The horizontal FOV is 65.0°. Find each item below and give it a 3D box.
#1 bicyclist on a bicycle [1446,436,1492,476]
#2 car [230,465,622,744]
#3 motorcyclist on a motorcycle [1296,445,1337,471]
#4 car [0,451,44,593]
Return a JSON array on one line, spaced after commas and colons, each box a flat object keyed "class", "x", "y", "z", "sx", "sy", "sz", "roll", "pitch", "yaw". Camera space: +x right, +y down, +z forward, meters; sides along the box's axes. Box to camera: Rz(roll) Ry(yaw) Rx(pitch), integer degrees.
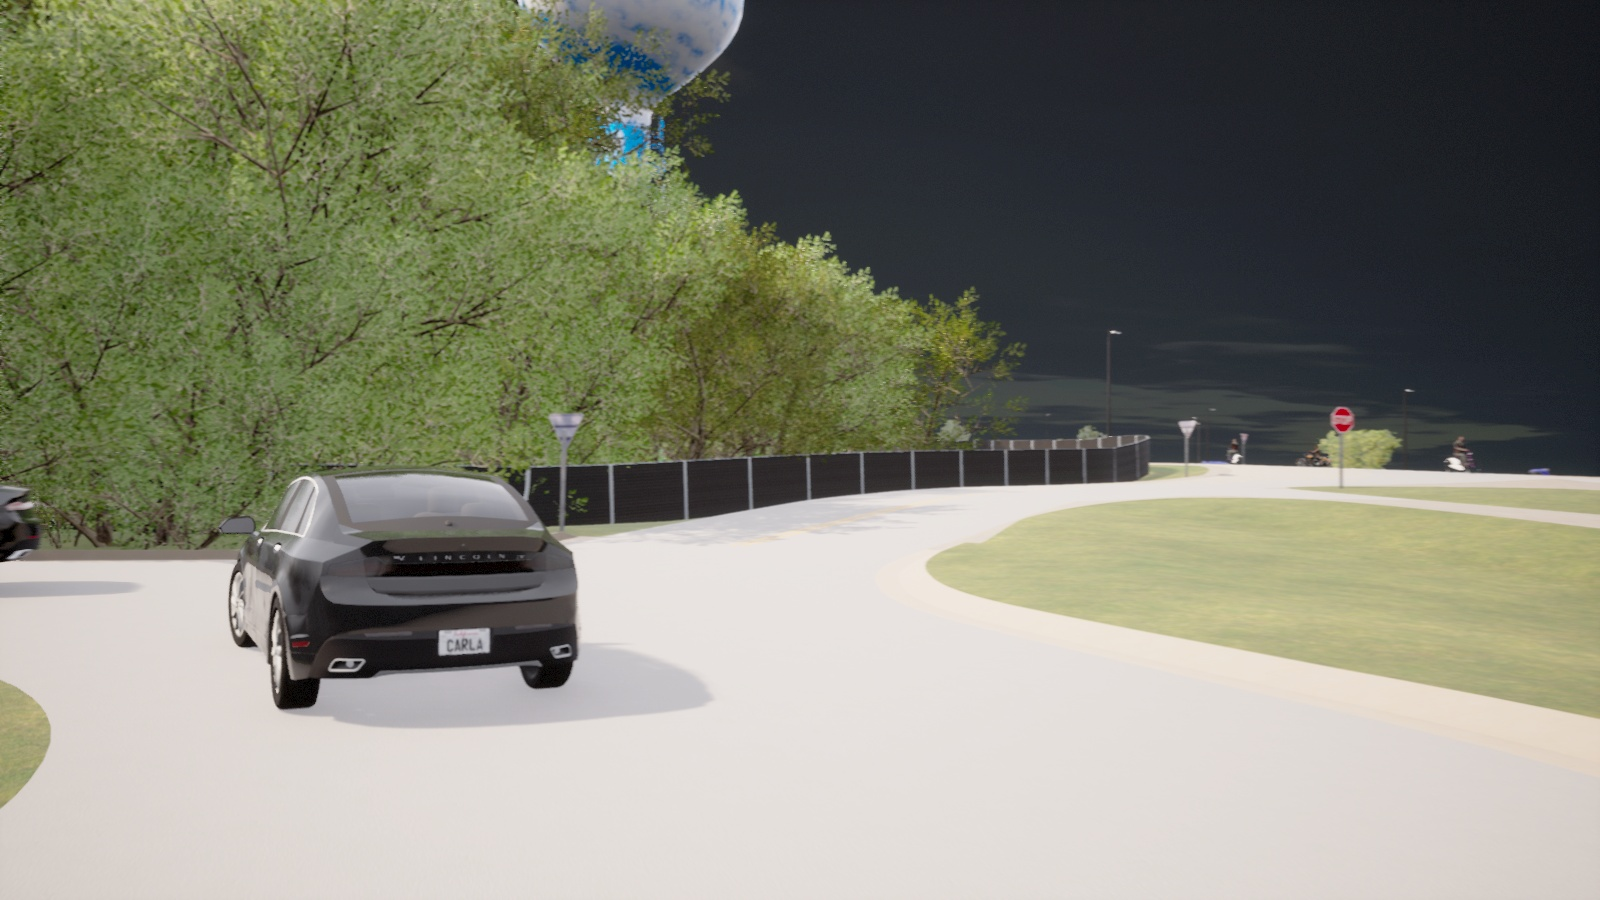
[{"class": "bicyclist on a bicycle", "x": 31.266, "y": 0.269, "z": 58.730, "sx": 0.659, "sy": 1.776, "sz": 1.843, "roll": 2, "pitch": 1, "yaw": -23}, {"class": "car", "x": -3.068, "y": 0.878, "z": 9.412, "sx": 1.837, "sy": 1.490, "sz": 4.892, "roll": 1, "pitch": -1, "yaw": -28}, {"class": "motorcyclist on a motorcycle", "x": 34.327, "y": 0.509, "z": 83.532, "sx": 2.350, "sy": 1.649, "sz": 0.766, "roll": 2, "pitch": -1, "yaw": 41}, {"class": "car", "x": -10.954, "y": 0.745, "z": 13.349, "sx": 4.902, "sy": 1.511, "sz": 2.128, "roll": 1, "pitch": 0, "yaw": -29}]
